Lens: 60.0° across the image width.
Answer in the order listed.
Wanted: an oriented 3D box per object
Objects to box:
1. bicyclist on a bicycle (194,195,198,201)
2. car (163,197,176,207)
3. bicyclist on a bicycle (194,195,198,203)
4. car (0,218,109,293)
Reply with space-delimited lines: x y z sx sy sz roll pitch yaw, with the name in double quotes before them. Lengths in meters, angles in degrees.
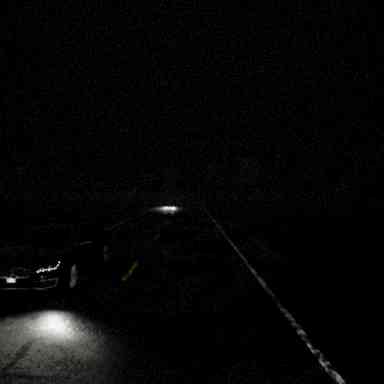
"bicyclist on a bicycle" 0.960 1.559 83.590 0.866 1.612 1.509 0 0 0
"car" -3.561 1.566 54.041 2.128 1.511 4.902 0 0 0
"bicyclist on a bicycle" 0.959 1.544 74.560 0.866 1.612 1.509 0 0 0
"car" -3.601 1.516 9.052 1.837 1.490 4.892 0 0 0
